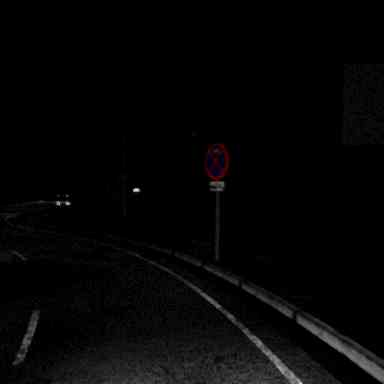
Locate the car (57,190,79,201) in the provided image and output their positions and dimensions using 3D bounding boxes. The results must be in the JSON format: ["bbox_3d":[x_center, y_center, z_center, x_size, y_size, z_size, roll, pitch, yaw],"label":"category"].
[{"bbox_3d":[-20.981,0.554,56.256,2.097,1.767,4.553,-1,2,6],"label":"car"}]

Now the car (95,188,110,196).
[{"bbox_3d":[-19.378,0.016,71.917,2.097,1.767,4.553,-1,2,6],"label":"car"}]

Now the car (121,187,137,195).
[{"bbox_3d":[-15.418,-0.104,78.775,2.128,1.511,4.902,-1,2,6],"label":"car"}]

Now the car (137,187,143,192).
[{"bbox_3d":[-14.366,-0.616,89.135,1.812,1.442,4.674,-1,2,6],"label":"car"}]
